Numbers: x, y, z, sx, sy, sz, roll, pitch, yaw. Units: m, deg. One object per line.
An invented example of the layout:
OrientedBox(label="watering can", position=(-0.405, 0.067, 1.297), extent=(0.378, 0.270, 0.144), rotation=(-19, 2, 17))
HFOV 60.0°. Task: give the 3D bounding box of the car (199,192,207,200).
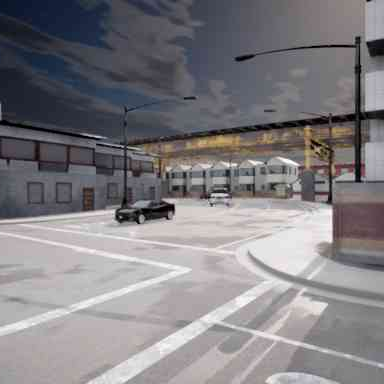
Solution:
OrientedBox(label="car", position=(2.617, 0.668, 56.823), extent=(2.033, 1.411, 5.357), rotation=(0, 0, -15))

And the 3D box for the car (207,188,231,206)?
OrientedBox(label="car", position=(3.371, 0.549, 39.180), extent=(2.150, 2.045, 5.566), rotation=(0, 1, 8))

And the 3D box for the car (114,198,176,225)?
OrientedBox(label="car", position=(-3.076, 1.228, 22.590), extent=(1.882, 1.535, 5.008), rotation=(0, 1, 32))
